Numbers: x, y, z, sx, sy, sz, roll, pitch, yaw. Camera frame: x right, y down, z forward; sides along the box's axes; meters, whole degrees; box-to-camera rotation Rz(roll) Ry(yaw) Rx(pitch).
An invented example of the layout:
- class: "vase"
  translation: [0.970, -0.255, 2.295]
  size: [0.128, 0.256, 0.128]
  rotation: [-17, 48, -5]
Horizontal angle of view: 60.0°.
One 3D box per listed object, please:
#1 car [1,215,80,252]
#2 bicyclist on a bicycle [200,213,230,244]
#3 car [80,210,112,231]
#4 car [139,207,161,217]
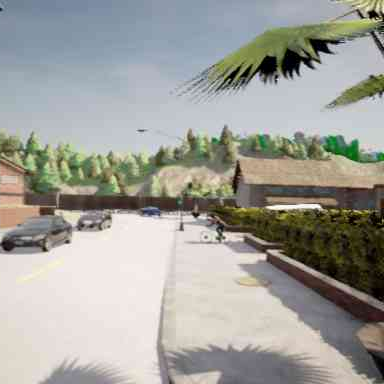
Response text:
- class: "car"
  translation: [-7.034, 1.853, 15.676]
  size: [1.812, 1.442, 4.674]
  rotation: [2, -2, -2]
- class: "bicyclist on a bicycle"
  translation: [1.258, 1.982, 17.863]
  size: [1.656, 1.620, 0.582]
  rotation: [1, -2, -2]
- class: "car"
  translation: [-7.474, 2.139, 25.868]
  size: [2.128, 1.511, 4.902]
  rotation: [2, -2, -2]
- class: "car"
  translation: [-6.406, 2.961, 50.554]
  size: [1.882, 1.535, 5.008]
  rotation: [3, -2, -29]
